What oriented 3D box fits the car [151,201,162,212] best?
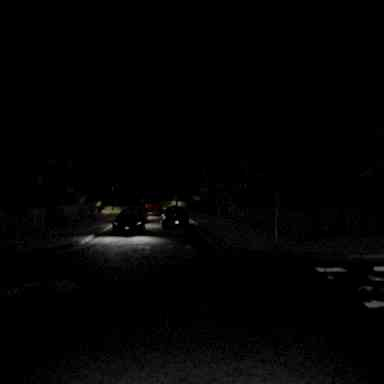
[{"bbox_3d":[-5.821,2.186,52.814,2.097,1.767,4.553,0,-1,-13],"label":"car"}]

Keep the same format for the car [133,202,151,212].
[{"bbox_3d":[-4.968,1.928,30.689,1.882,1.535,5.008,0,-1,-8],"label":"car"}]

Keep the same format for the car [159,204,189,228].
[{"bbox_3d":[-1.317,1.865,25.315,1.837,1.490,4.892,0,-1,-7],"label":"car"}]

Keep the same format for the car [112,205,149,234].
[{"bbox_3d":[-3.971,1.835,21.476,1.812,1.442,4.674,0,-1,-5],"label":"car"}]

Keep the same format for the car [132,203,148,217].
[{"bbox_3d":[-6.424,2.114,40.585,1.837,1.490,4.892,0,-1,-10],"label":"car"}]

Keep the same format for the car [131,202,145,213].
[{"bbox_3d":[-8.284,2.311,50.807,1.837,1.490,4.892,0,-1,-11],"label":"car"}]
